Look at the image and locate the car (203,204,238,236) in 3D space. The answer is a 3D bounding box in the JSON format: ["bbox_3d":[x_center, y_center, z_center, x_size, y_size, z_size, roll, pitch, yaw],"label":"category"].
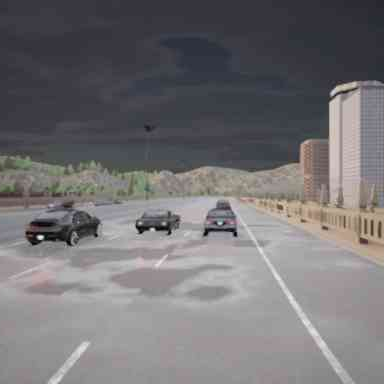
[{"bbox_3d":[1.657,1.638,19.254,2.033,1.411,5.357,0,0,6],"label":"car"}]

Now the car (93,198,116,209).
[{"bbox_3d":[-13.030,1.720,49.843,1.837,1.490,4.892,0,-1,6],"label":"car"}]

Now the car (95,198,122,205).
[{"bbox_3d":[-10.294,1.719,42.098,2.033,1.411,5.357,0,0,6],"label":"car"}]

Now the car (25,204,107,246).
[{"bbox_3d":[-5.725,1.542,15.457,1.837,1.490,4.892,0,0,5],"label":"car"}]

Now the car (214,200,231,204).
[{"bbox_3d":[3.953,1.749,42.568,1.837,1.490,4.892,0,-1,6],"label":"car"}]

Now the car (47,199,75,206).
[{"bbox_3d":[-17.170,1.640,43.744,2.128,1.511,4.902,0,0,6],"label":"car"}]

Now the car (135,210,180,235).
[{"bbox_3d":[-1.836,1.675,19.464,1.895,1.301,4.718,0,0,6],"label":"car"}]
